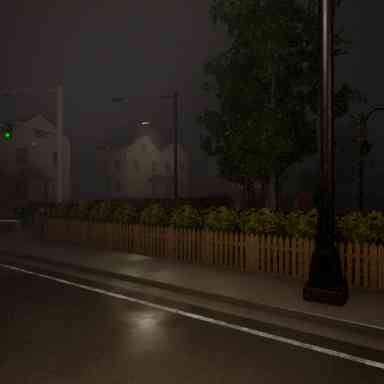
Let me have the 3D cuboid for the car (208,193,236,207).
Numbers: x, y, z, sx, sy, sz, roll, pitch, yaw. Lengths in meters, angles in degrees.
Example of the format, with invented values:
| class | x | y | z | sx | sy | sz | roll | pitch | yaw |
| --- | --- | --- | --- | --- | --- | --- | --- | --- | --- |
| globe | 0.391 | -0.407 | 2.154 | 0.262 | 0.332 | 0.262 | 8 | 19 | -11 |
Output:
| class | x | y | z | sx | sy | sz | roll | pitch | yaw |
| --- | --- | --- | --- | --- | --- | --- | --- | --- | --- |
| car | 4.330 | 1.221 | 48.791 | 2.150 | 2.045 | 5.566 | 0 | 0 | 35 |

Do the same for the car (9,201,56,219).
| class | x | y | z | sx | sy | sz | roll | pitch | yaw |
| --- | --- | --- | --- | --- | --- | --- | --- | --- | --- |
| car | -13.634 | 1.526 | 29.413 | 1.812 | 1.442 | 4.674 | 0 | 0 | 35 |
